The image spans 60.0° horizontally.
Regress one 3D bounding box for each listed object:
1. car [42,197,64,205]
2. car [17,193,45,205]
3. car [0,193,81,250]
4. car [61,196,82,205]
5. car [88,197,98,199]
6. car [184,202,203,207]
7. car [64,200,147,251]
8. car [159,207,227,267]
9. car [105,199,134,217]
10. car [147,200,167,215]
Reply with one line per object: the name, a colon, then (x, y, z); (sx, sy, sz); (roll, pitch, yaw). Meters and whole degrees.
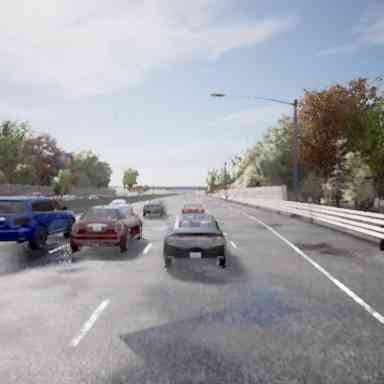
car: (-24.522, 1.556, 59.000); (1.895, 1.301, 4.718); (0, 0, 1)
car: (-28.018, 1.176, 58.072); (2.150, 2.045, 5.566); (0, 0, 0)
car: (-6.901, 1.200, 14.417); (2.150, 2.045, 5.566); (0, 0, 0)
car: (-21.035, 1.433, 58.341); (1.882, 1.535, 5.008); (0, 0, 1)
car: (-17.538, 1.519, 59.259); (1.994, 1.385, 4.181); (0, 0, 1)
car: (0.098, 1.565, 29.452); (1.895, 1.301, 4.718); (0, 0, 0)
car: (-3.402, 1.331, 14.042); (2.097, 1.767, 4.553); (0, 0, 0)
car: (0.099, 1.474, 11.340); (2.128, 1.511, 4.902); (0, 0, 0)
car: (-6.902, 1.488, 32.017); (1.812, 1.442, 4.674); (0, 0, 0)
car: (-3.402, 1.455, 30.966); (2.128, 1.511, 4.902); (0, 0, 0)
